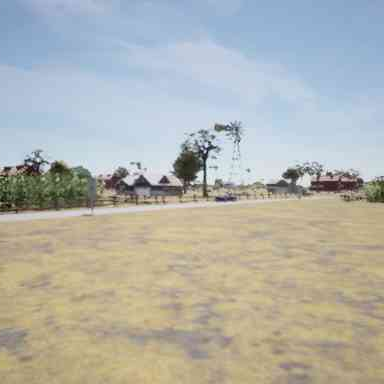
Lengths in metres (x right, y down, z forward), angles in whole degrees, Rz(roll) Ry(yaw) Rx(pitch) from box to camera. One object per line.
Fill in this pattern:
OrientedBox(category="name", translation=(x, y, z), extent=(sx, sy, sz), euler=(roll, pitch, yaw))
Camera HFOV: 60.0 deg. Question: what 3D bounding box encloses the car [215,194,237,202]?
OrientedBox(category="car", translation=(5.664, 1.016, 55.770), extent=(1.895, 1.301, 4.718), euler=(0, 0, 35))
